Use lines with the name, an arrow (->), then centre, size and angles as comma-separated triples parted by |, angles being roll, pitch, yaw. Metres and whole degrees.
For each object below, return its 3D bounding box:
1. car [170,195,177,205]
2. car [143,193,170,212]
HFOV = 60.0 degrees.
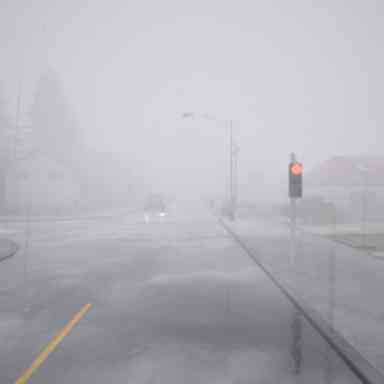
car -> -4.057, 1.283, 54.835 | 1.882, 1.535, 5.008 | 0, 0, 0
car -> -4.085, 1.088, 37.449 | 2.150, 2.045, 5.566 | 0, 0, 0
